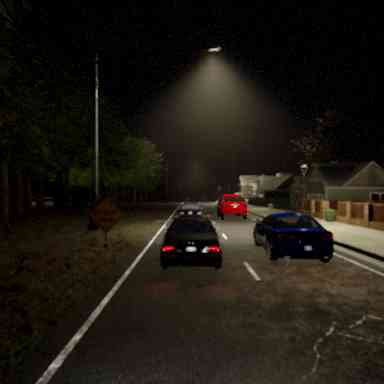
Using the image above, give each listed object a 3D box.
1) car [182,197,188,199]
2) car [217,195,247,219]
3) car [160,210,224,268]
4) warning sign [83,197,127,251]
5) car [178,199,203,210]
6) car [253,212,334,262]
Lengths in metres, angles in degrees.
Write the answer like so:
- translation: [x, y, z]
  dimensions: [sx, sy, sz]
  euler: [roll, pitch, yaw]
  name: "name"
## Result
- translation: [-1.752, 2.185, 92.085]
  dimensions: [1.812, 1.442, 4.674]
  euler: [0, -1, 0]
  name: "car"
- translation: [3.401, 1.233, 28.889]
  dimensions: [2.150, 2.045, 5.566]
  euler: [0, 0, 0]
  name: "car"
- translation: [-0.016, 1.551, 11.264]
  dimensions: [2.033, 1.411, 5.357]
  euler: [0, 0, 0]
  name: "car"
- translation: [-3.118, 1.119, 12.071]
  dimensions: [1.300, 1.860, 1.060]
  euler: [0, 0, 0]
  name: "warning sign"
- translation: [-0.105, 1.556, 26.289]
  dimensions: [2.033, 1.411, 5.357]
  euler: [0, 0, 0]
  name: "car"
- translation: [3.491, 1.482, 12.232]
  dimensions: [1.882, 1.535, 5.008]
  euler: [0, 0, 2]
  name: "car"
